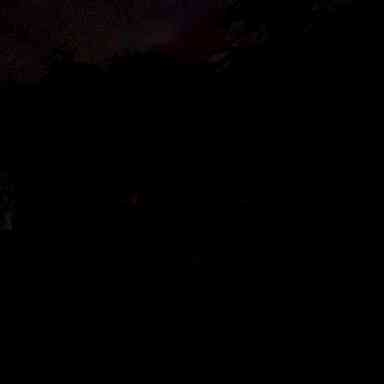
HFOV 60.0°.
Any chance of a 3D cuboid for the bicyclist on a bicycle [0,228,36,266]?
[{"bbox_3d":[-5.894,1.648,10.705,1.656,1.620,0.582,1,-1,-43],"label":"bicyclist on a bicycle"}]
